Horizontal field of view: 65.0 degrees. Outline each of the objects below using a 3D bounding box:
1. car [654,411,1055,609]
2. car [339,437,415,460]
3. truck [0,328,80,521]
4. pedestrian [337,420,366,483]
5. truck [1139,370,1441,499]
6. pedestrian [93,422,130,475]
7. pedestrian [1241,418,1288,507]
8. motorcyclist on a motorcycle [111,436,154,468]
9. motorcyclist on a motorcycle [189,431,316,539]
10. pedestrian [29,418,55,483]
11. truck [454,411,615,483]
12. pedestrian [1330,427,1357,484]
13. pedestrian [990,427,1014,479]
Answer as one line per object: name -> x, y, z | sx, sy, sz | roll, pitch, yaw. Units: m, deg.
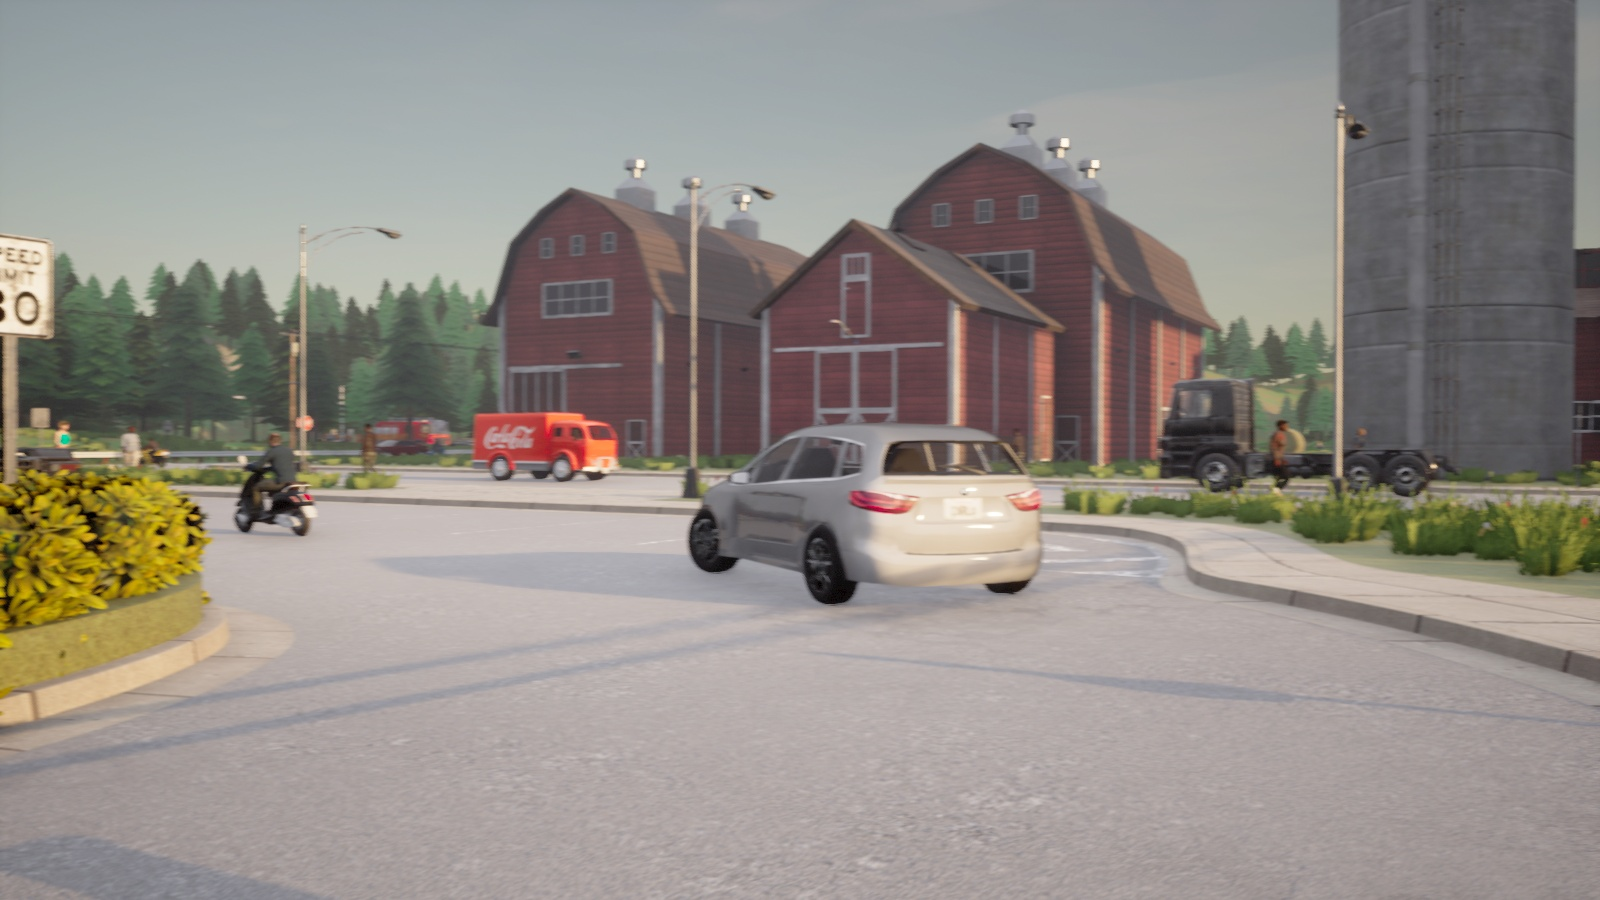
car -> 0.319, 0.491, 13.154 | 2.242, 1.667, 4.611 | 0, 0, -26
car -> -29.122, -0.085, 86.586 | 1.882, 1.535, 5.008 | 1, 1, 29
truck -> -17.821, -0.508, 24.385 | 7.936, 3.462, 2.891 | 1, 1, 28
pedestrian -> -13.301, 0.050, 37.232 | 0.703, 1.840, 0.431 | 0, 0, 25
truck -> 14.251, -0.447, 36.725 | 7.936, 3.462, 2.891 | 1, 0, 28
pedestrian -> -24.388, -0.061, 44.473 | 0.900, 1.855, 0.874 | 1, 1, 41
pedestrian -> 9.523, 0.251, 25.749 | 0.869, 1.805, 0.328 | 1, 0, 27
motorcyclist on a motorcycle -> -32.661, 0.095, 61.457 | 2.044, 1.523, 0.797 | 1, 1, 26
motorcyclist on a motorcycle -> -8.425, 0.509, 19.310 | 1.817, 1.590, 0.866 | 1, 1, 29
pedestrian -> -21.487, 0.017, 35.602 | 0.594, 1.836, 0.345 | 0, 0, 20
truck -> -9.610, -0.137, 45.374 | 5.204, 2.467, 2.627 | 1, 0, 28
pedestrian -> 17.750, 0.171, 40.996 | 0.694, 1.848, 0.540 | 0, 0, 10
pedestrian -> 7.169, 0.095, 44.550 | 0.703, 1.840, 0.431 | 1, 1, 30
